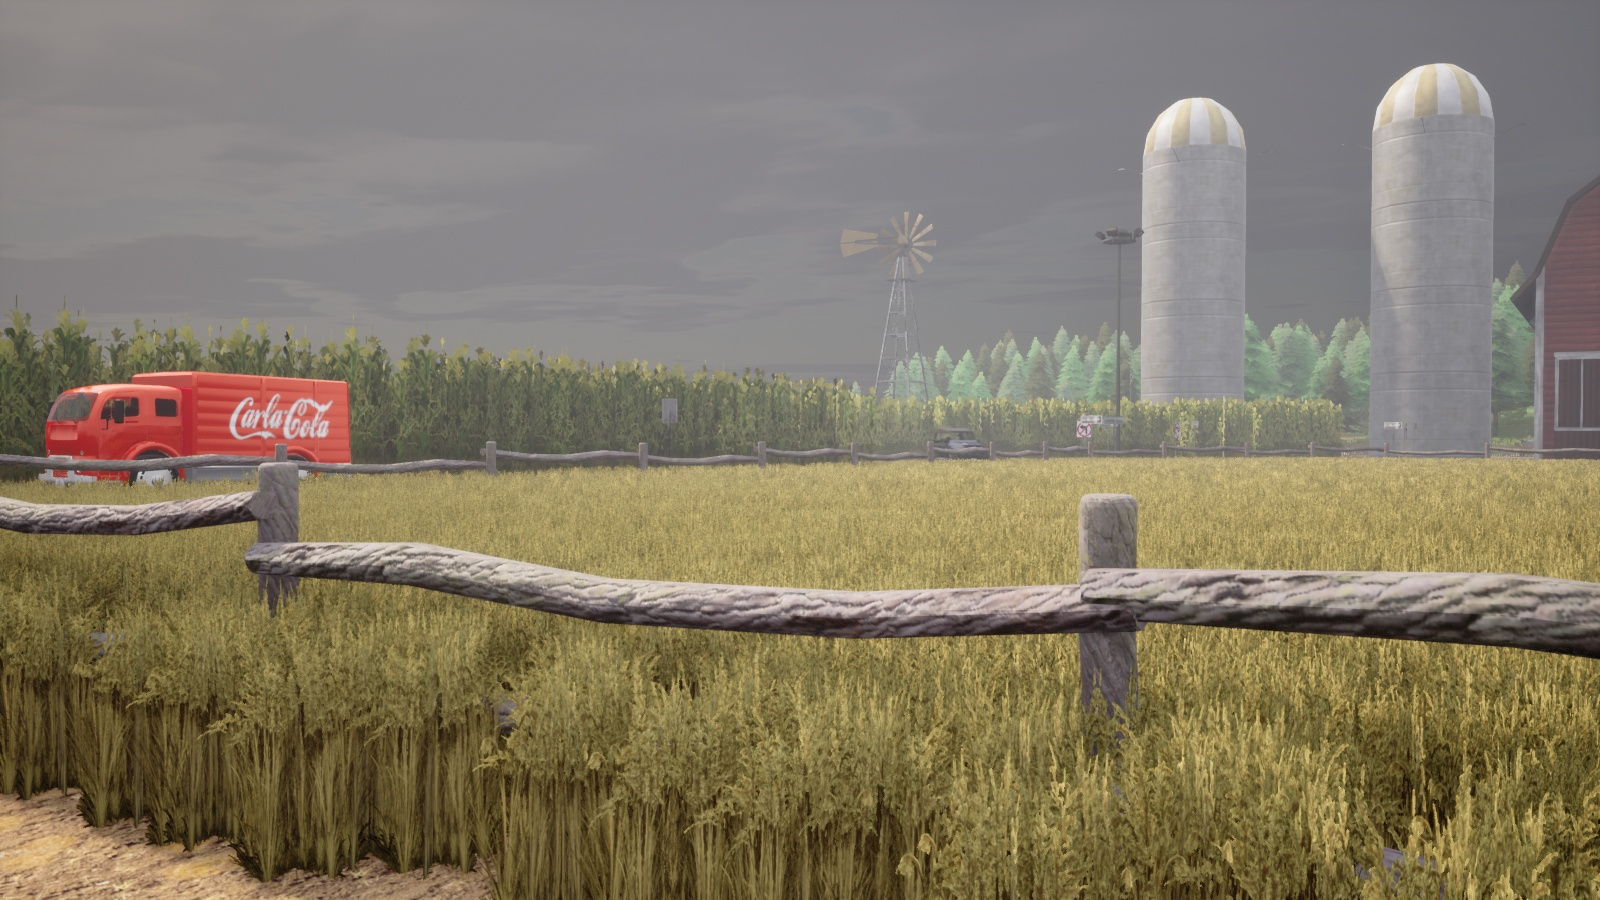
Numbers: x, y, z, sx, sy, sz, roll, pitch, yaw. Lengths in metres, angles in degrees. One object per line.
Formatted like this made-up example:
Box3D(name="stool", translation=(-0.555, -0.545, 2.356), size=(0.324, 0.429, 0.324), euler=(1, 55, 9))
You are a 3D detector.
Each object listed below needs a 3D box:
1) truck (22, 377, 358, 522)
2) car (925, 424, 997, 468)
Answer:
Box3D(name="truck", translation=(-11.563, -0.024, 24.202), size=(2.627, 2.467, 5.204), euler=(0, 0, 34))
Box3D(name="car", translation=(7.143, -0.177, 56.057), size=(1.905, 1.878, 3.866), euler=(-1, 1, -14))
